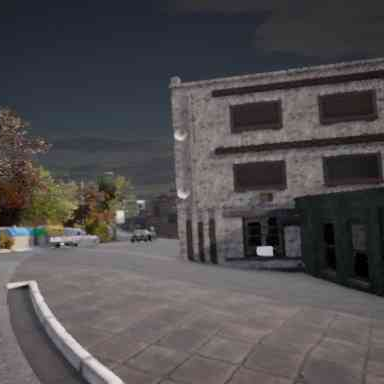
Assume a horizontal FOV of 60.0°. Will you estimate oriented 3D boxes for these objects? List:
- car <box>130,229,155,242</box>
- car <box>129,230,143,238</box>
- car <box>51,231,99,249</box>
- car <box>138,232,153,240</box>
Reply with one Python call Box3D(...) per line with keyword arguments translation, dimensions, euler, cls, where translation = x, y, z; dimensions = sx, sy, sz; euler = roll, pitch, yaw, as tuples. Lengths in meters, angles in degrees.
Box3D(translation=(-6.812, 5.893, 45.256), dimensions=(2.097, 1.767, 4.553), euler=(-3, -8, 3), cls="car")
Box3D(translation=(-13.454, 10.024, 79.574), dimensions=(2.128, 1.511, 4.902), euler=(-2, -4, -23), cls="car")
Box3D(translation=(-9.359, 3.867, 27.026), dimensions=(1.895, 1.301, 4.718), euler=(-3, -8, 8), cls="car")
Box3D(translation=(-9.867, 9.170, 70.021), dimensions=(2.033, 1.411, 5.357), euler=(-2, -5, -21), cls="car")
